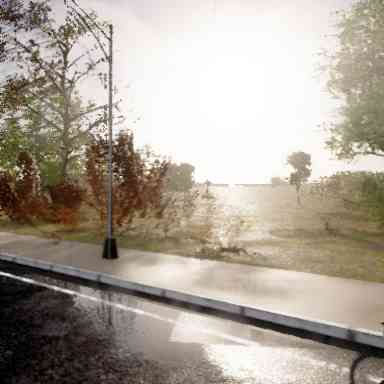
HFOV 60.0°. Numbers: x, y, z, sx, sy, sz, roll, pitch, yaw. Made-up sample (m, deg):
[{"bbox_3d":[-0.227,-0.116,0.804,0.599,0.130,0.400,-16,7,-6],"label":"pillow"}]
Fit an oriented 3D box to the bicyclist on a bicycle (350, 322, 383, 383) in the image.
[{"bbox_3d":[2.310,1.452,2.992,1.656,1.620,0.582,0,0,35],"label":"bicyclist on a bicycle"}]
